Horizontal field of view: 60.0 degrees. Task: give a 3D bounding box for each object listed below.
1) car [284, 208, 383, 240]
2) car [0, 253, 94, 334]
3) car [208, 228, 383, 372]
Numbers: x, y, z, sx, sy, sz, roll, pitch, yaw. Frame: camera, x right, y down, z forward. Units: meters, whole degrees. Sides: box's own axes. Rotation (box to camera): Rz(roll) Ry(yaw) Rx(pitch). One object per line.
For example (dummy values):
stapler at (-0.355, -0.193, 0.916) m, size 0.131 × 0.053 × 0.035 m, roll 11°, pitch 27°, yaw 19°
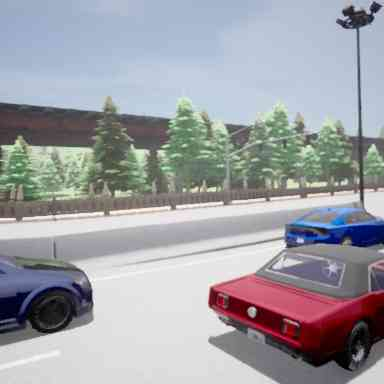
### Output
car at (5.436, 1.293, 11.980) m, size 5.008 × 1.535 × 1.882 m, roll -3°, pitch 2°, yaw -36°
car at (-3.790, 1.564, 5.354) m, size 4.181 × 1.385 × 1.994 m, roll 0°, pitch 0°, yaw -36°
car at (2.650, 1.580, 5.663) m, size 4.718 × 1.301 × 1.895 m, roll -1°, pitch 1°, yaw -36°
